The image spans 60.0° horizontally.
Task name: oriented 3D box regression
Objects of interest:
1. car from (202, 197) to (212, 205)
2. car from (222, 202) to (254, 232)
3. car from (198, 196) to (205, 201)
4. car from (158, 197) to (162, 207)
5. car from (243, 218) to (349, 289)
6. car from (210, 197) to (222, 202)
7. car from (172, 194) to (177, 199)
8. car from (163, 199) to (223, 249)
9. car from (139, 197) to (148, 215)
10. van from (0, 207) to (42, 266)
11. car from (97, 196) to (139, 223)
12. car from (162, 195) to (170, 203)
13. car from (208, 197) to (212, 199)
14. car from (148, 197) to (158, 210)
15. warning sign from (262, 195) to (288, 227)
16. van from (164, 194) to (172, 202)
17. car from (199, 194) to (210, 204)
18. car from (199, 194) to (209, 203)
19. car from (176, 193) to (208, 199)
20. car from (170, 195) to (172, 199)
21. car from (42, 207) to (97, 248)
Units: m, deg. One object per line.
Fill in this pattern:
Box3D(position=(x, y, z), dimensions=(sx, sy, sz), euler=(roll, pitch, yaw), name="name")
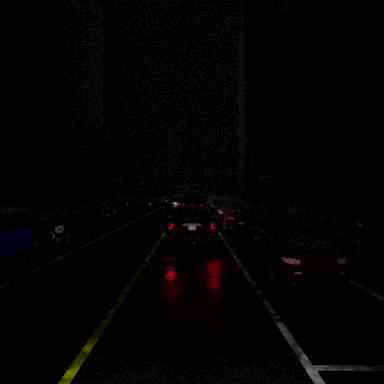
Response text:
Box3D(position=(2.667, 1.625, 59.877), dimensions=(1.752, 1.417, 4.829), euler=(0, 0, 1), name="car")
Box3D(position=(2.667, 1.563, 20.197), dimensions=(1.887, 1.381, 4.507), euler=(0, 0, 0), name="car")
Box3D(position=(2.667, 1.747, 93.504), dimensions=(2.008, 1.369, 4.403), euler=(0, 0, 0), name="car")
Box3D(position=(-5.859, 1.503, 48.407), dimensions=(1.967, 1.590, 4.097), euler=(0, 0, 0), name="car")
Box3D(position=(2.667, 1.588, 8.918), dimensions=(1.802, 1.307, 4.206), euler=(0, 0, 0), name="car")
Box3D(position=(2.667, 1.464, 25.836), dimensions=(1.967, 1.590, 4.097), euler=(0, 0, 0), name="car")
Box3D(position=(-3.000, 1.608, 75.933), dimensions=(1.837, 1.490, 4.892), euler=(0, 0, 0), name="car")
Box3D(position=(0.000, 1.379, 14.621), dimensions=(2.097, 1.767, 4.553), euler=(0, 0, 0), name="car")
Box3D(position=(-5.858, 1.345, 31.489), dimensions=(2.192, 1.841, 5.009), euler=(0, 0, 0), name="car")
Box3D(position=(-5.858, 1.347, 8.931), dimensions=(1.690, 1.788, 3.998), euler=(0, 0, 0), name="van")
Box3D(position=(-5.858, 1.339, 25.850), dimensions=(2.192, 1.841, 5.009), euler=(0, 0, 0), name="car")
Box3D(position=(-5.867, 1.642, 65.123), dimensions=(1.752, 1.417, 4.829), euler=(0, 0, 1), name="car")
Box3D(position=(2.667, 1.604, 37.114), dimensions=(1.947, 1.339, 4.313), euler=(0, 0, 0), name="car")
Box3D(position=(-5.859, 1.490, 42.768), dimensions=(1.967, 1.590, 4.097), euler=(0, 0, 0), name="car")
Box3D(position=(5.067, 1.134, 20.410), dimensions=(1.300, 1.860, 1.060), euler=(0, 0, 0), name="warning sign")
Box3D(position=(-5.860, 1.513, 82.248), dimensions=(1.690, 1.788, 3.998), euler=(0, 0, 0), name="van")
Box3D(position=(2.666, 1.453, 70.946), dimensions=(2.192, 1.841, 5.009), euler=(0, 0, 0), name="car")
Box3D(position=(2.666, 1.470, 76.586), dimensions=(2.192, 1.841, 5.009), euler=(0, 0, 0), name="car")
Box3D(position=(0.000, 1.287, 29.681), dimensions=(2.150, 2.045, 5.566), euler=(0, 0, 0), name="car")
Box3D(position=(-5.860, 1.680, 76.436), dimensions=(1.752, 1.417, 4.829), euler=(0, 0, 0), name="car")
Box3D(position=(-5.858, 1.452, 14.570), dimensions=(1.967, 1.590, 4.097), euler=(0, 0, 0), name="car")
